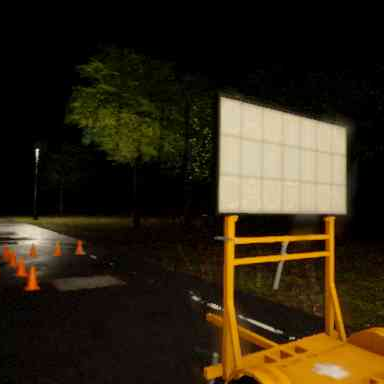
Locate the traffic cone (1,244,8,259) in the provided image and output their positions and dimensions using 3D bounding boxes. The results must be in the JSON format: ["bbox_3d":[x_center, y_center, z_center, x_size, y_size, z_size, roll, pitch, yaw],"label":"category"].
[{"bbox_3d":[-7.728,2.457,13.869,0.340,0.580,0.340,3,-3,-35],"label":"traffic cone"}]

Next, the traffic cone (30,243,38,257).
[{"bbox_3d":[-6.907,2.501,14.439,0.340,0.580,0.340,3,-3,-35],"label":"traffic cone"}]

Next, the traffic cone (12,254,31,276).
[{"bbox_3d":[-5.442,2.351,10.589,0.340,0.580,0.340,3,-3,-35],"label":"traffic cone"}]

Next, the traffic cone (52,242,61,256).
[{"bbox_3d":[-6.087,2.546,15.009,0.340,0.580,0.340,3,-3,-35],"label":"traffic cone"}]

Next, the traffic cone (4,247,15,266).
[{"bbox_3d":[-6.585,2.404,12.229,0.340,0.580,0.340,3,-3,-35],"label":"traffic cone"}]

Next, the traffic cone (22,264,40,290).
[{"bbox_3d":[-4.299,2.298,8.948,0.340,0.580,0.340,3,-3,-35],"label":"traffic cone"}]

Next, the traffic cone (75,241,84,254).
[{"bbox_3d":[-5.267,2.590,15.579,0.340,0.580,0.340,3,-3,-35],"label":"traffic cone"}]

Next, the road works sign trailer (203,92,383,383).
[{"bbox_3d":[1.084,0.704,4.319,2.380,3.560,2.880,3,-3,-33],"label":"road works sign trailer"}]
